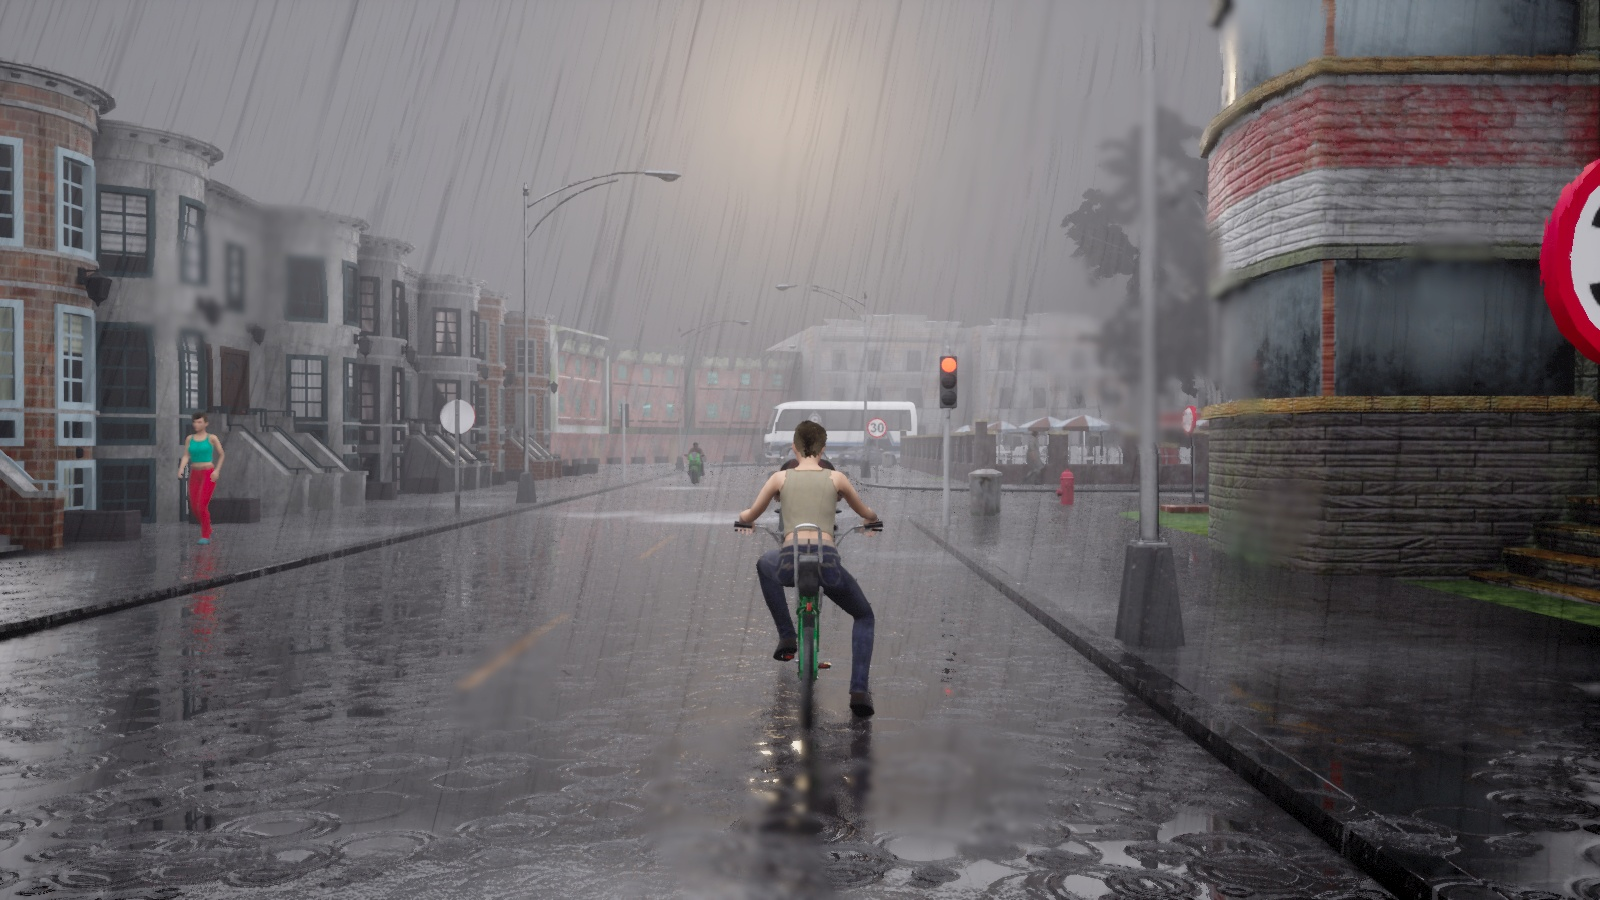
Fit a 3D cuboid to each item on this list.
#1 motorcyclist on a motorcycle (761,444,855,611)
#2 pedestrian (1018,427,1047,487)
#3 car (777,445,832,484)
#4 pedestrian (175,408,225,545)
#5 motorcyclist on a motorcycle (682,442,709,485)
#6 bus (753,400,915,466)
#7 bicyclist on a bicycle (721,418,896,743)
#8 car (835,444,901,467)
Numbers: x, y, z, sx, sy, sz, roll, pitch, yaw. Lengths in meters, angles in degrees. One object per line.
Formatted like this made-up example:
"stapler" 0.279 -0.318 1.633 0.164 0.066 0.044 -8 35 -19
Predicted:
"motorcyclist on a motorcycle" 0.080 0.710 12.643 0.866 1.530 2.191 0 0 0
"pedestrian" 7.655 0.229 41.326 0.873 1.952 0.659 0 0 5
"car" 0.219 0.519 48.692 2.033 1.411 5.357 0 0 1
"pedestrian" -8.156 0.353 17.078 0.345 1.836 0.594 0 0 7
"motorcyclist on a motorcycle" -3.761 0.470 45.215 0.797 1.523 2.044 0 0 0
"bus" 2.146 -1.103 83.360 10.273 4.253 3.944 0 1 -7
"bicyclist on a bicycle" 0.047 0.644 6.991 0.866 1.612 1.509 0 0 0
"car" 4.339 0.378 79.996 1.994 1.385 4.181 -2 -2 43
